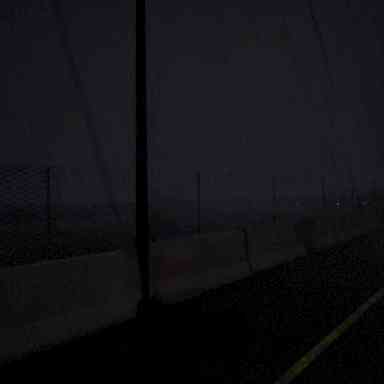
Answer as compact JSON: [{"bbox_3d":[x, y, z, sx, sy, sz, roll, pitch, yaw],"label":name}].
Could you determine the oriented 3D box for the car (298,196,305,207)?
[{"bbox_3d":[14.204,1.175,41.237,2.128,1.511,4.902,-1,0,43],"label":"car"}]

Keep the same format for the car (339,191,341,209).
[{"bbox_3d":[17.301,0.879,39.423,2.150,2.045,5.566,-1,0,43],"label":"car"}]
